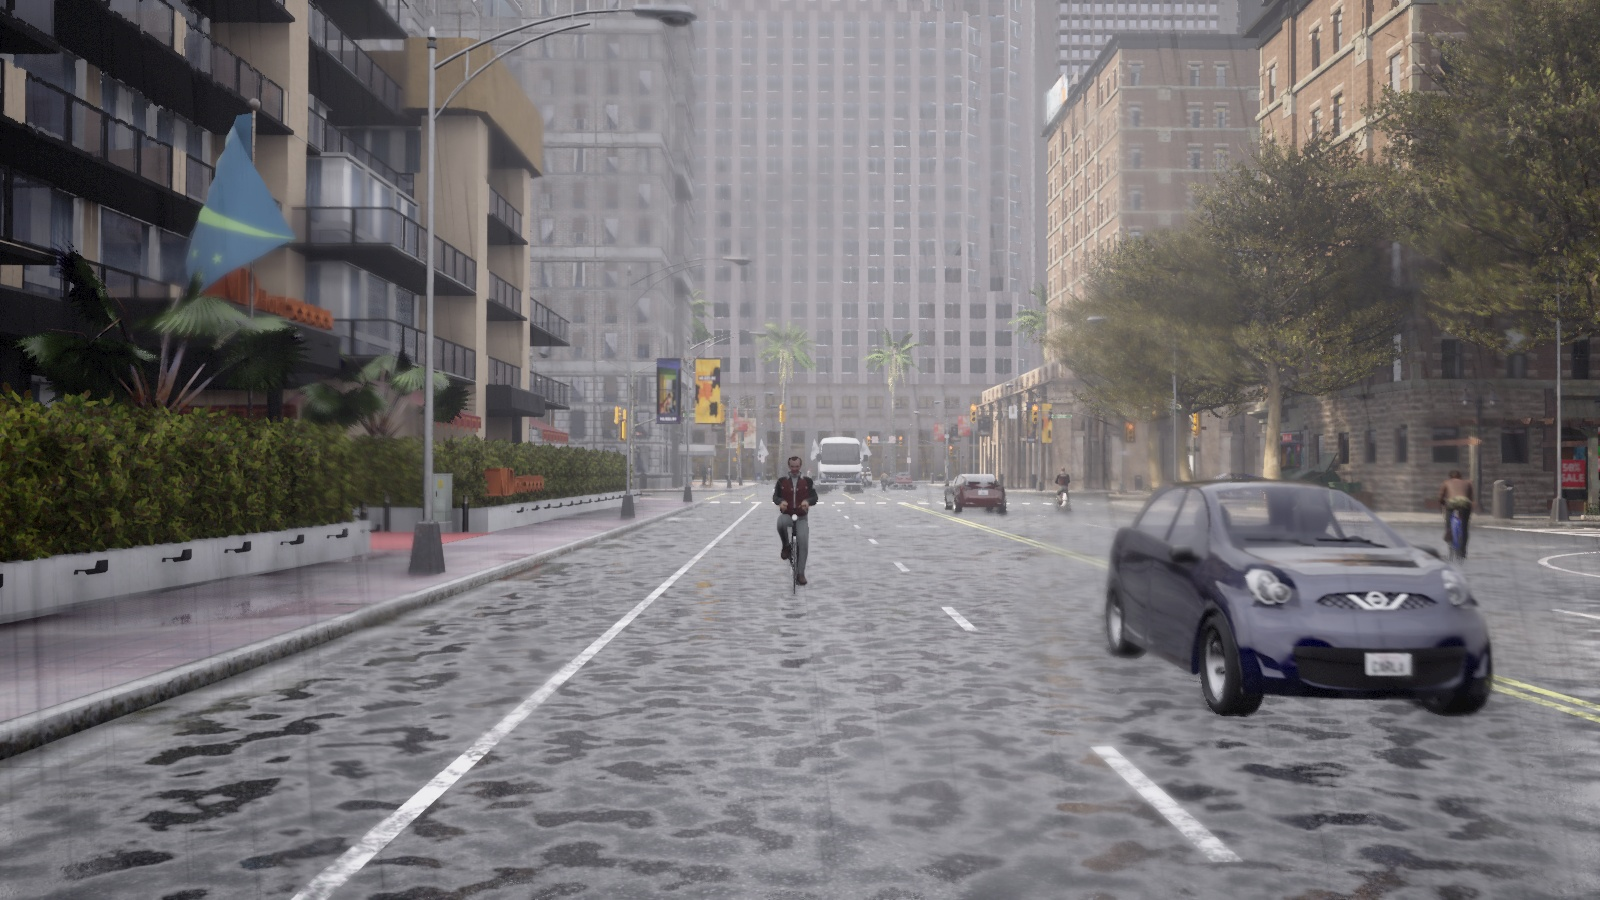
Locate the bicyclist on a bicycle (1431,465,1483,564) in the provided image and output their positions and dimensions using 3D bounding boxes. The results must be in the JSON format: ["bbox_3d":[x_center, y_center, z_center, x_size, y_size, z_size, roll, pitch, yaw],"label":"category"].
[{"bbox_3d":[11.335,1.086,21.700,0.582,1.620,1.656,1,-1,20],"label":"bicyclist on a bicycle"}]

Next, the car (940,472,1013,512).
[{"bbox_3d":[6.819,1.608,48.996,2.163,1.488,4.792,0,-1,0],"label":"car"}]

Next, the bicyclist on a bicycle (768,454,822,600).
[{"bbox_3d":[-0.062,0.958,16.275,0.659,1.776,1.843,0,-1,0],"label":"bicyclist on a bicycle"}]

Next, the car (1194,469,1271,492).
[{"bbox_3d":[29.324,2.072,85.222,4.514,1.525,2.007,0,-1,1],"label":"car"}]

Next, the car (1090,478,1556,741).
[{"bbox_3d":[3.465,0.968,9.124,1.845,1.501,3.633,0,-1,0],"label":"car"}]
